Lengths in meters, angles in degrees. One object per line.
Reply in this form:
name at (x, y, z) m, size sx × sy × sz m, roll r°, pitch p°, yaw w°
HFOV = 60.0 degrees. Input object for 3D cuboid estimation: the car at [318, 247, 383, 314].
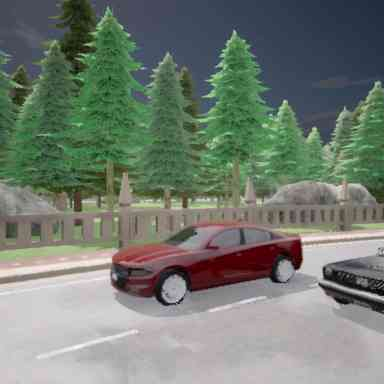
car at (4.811, 1.601, 6.721) m, size 4.718 × 1.301 × 1.895 m, roll 0°, pitch 0°, yaw -29°

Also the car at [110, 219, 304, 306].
car at (0.541, 1.478, 8.158) m, size 5.008 × 1.535 × 1.882 m, roll 0°, pitch 0°, yaw -31°
